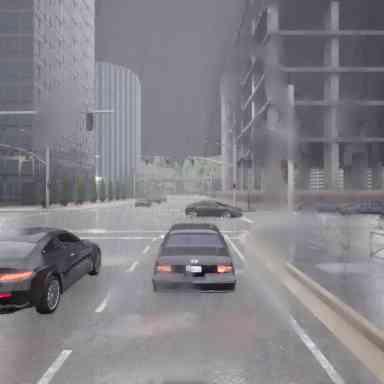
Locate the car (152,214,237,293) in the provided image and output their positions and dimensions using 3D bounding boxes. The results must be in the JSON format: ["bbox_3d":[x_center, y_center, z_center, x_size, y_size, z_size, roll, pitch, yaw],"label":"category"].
[{"bbox_3d":[0.054,1.547,8.976,2.033,1.411,5.357,0,0,0],"label":"car"}]

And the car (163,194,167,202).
[{"bbox_3d":[-7.146,1.348,77.977,2.097,1.767,4.553,0,0,0],"label":"car"}]

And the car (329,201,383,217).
[{"bbox_3d":[15.848,1.492,30.283,5.357,1.411,2.033,0,0,0],"label":"car"}]

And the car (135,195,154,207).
[{"bbox_3d":[-7.189,1.564,49.236,1.994,1.385,4.181,0,0,0],"label":"car"}]

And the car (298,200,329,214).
[{"bbox_3d":[12.980,1.508,33.767,4.181,1.385,1.994,0,0,0],"label":"car"}]

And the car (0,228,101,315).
[{"bbox_3d":[-3.454,1.526,7.459,1.812,1.442,4.674,0,0,0],"label":"car"}]

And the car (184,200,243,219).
[{"bbox_3d":[1.744,1.474,27.518,4.892,1.490,1.837,0,2,24],"label":"car"}]

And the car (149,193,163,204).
[{"bbox_3d":[-7.174,1.223,62.346,2.150,2.045,5.566,0,0,0],"label":"car"}]
